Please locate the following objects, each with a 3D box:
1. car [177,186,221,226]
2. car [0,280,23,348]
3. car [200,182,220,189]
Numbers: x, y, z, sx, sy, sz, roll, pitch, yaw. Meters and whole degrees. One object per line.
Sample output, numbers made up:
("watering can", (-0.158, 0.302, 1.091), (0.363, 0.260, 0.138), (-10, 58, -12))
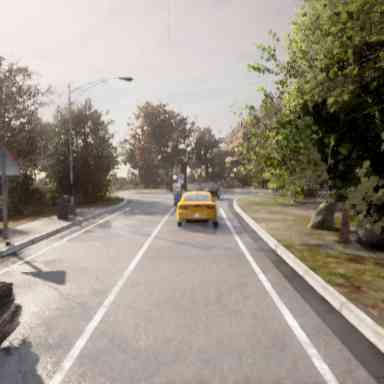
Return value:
("car", (0.289, 0.709, 16.937), (1.882, 1.535, 5.008), (-1, 3, 2))
("car", (-3.343, 1.602, 2.407), (2.033, 1.411, 5.357), (0, 1, 0))
("car", (1.705, -0.195, 33.347), (2.097, 1.767, 4.553), (-1, 2, 9))
